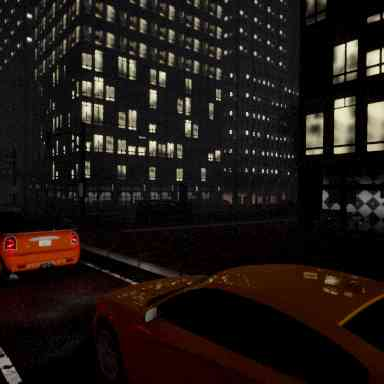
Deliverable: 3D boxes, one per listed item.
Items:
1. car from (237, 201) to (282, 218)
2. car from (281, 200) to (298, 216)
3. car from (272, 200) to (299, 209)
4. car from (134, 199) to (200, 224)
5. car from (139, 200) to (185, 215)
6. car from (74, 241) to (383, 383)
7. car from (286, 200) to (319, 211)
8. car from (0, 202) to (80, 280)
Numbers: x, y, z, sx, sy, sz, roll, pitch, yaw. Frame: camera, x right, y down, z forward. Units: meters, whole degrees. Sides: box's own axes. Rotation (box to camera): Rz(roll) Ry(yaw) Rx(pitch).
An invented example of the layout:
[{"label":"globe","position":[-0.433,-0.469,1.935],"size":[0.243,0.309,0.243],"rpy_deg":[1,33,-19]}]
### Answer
[{"label":"car","position":[6.660,1.832,33.906],"size":[4.829,1.417,1.752],"rpy_deg":[1,0,-39]},{"label":"car","position":[10.899,1.935,37.363],"size":[4.206,1.307,1.802],"rpy_deg":[1,0,-39]},{"label":"car","position":[14.336,1.881,50.979],"size":[4.313,1.339,1.947],"rpy_deg":[1,0,-39]},{"label":"car","position":[-2.211,1.523,26.669],"size":[5.009,1.841,2.192],"rpy_deg":[1,0,-39]},{"label":"car","position":[-3.272,1.647,36.619],"size":[4.829,1.417,1.752],"rpy_deg":[1,0,-39]},{"label":"car","position":[0.749,1.476,3.245],"size":[1.882,1.535,5.008],"rpy_deg":[0,0,-40]},{"label":"car","position":[16.396,1.908,49.249],"size":[5.357,1.411,2.033],"rpy_deg":[1,1,-39]},{"label":"car","position":[-5.193,1.347,10.285],"size":[2.097,1.767,4.553],"rpy_deg":[0,0,-40]}]
